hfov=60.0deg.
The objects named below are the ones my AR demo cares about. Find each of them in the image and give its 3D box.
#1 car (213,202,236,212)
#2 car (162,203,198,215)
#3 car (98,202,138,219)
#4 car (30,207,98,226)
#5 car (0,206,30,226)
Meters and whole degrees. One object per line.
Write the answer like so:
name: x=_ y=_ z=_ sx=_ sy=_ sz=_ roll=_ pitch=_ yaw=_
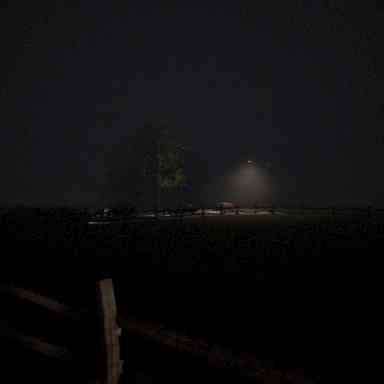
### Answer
car: x=4.887 y=2.283 z=50.368 sx=1.994 sy=1.385 sz=4.181 roll=0 pitch=0 yaw=38
car: x=-1.427 y=2.122 z=42.303 sx=2.033 sy=1.411 sz=5.357 roll=0 pitch=-1 yaw=38
car: x=-7.759 y=1.777 z=34.150 sx=2.097 sy=1.767 sz=4.553 roll=0 pitch=-1 yaw=38
car: x=-10.053 y=1.878 z=26.382 sx=1.994 sy=1.385 sz=4.181 roll=0 pitch=-1 yaw=38
car: x=-13.827 y=1.843 z=26.335 sx=1.994 sy=1.385 sz=4.181 roll=0 pitch=-1 yaw=37
